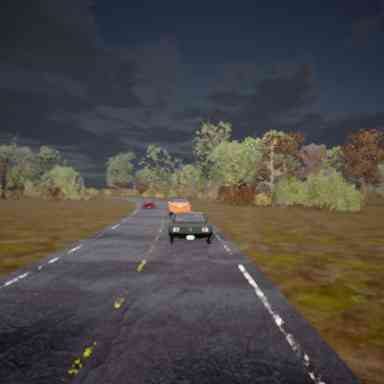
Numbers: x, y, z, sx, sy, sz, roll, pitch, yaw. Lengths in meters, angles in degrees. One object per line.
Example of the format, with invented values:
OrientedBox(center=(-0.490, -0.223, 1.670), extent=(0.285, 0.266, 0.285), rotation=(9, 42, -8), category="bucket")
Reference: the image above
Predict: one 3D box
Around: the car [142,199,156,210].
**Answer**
OrientedBox(center=(-5.655, 1.600, 43.806), extent=(1.895, 1.301, 4.718), rotation=(0, 0, -7), category="car")

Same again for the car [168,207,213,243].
OrientedBox(center=(-0.146, 1.602, 16.064), extent=(1.895, 1.301, 4.718), rotation=(0, 0, -2), category="car")

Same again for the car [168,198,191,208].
OrientedBox(center=(-1.308, 1.353, 33.544), extent=(2.097, 1.767, 4.553), rotation=(0, 0, -5), category="car")
